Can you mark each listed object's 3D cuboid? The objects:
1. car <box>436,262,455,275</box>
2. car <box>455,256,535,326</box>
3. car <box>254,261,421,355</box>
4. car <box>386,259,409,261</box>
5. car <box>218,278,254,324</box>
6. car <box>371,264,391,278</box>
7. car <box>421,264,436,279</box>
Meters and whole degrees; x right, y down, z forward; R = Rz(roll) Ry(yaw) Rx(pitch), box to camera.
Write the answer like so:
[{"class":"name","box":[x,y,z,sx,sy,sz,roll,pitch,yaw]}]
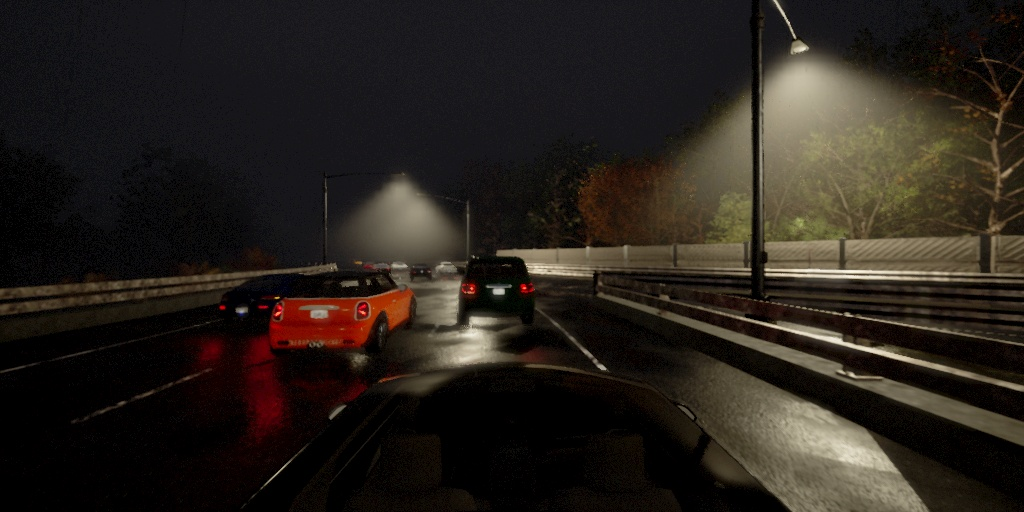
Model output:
[{"class":"car","box":[-7.620,1.435,41.132,1.812,1.442,4.674,0,0,-20]},{"class":"car","box":[-0.634,1.016,12.044,2.150,2.045,5.566,0,0,-6]},{"class":"car","box":[-3.828,1.133,8.971,2.097,1.767,4.553,0,0,-4]},{"class":"car","box":[-16.923,1.561,53.043,1.895,1.301,4.718,0,0,-28]},{"class":"car","box":[-7.626,1.320,12.057,1.812,1.442,4.674,0,0,-7]},{"class":"car","box":[-13.841,1.500,37.911,1.895,1.301,4.718,0,0,-20]},{"class":"car","box":[-8.642,1.427,33.647,2.033,1.411,5.357,0,0,-18]}]
